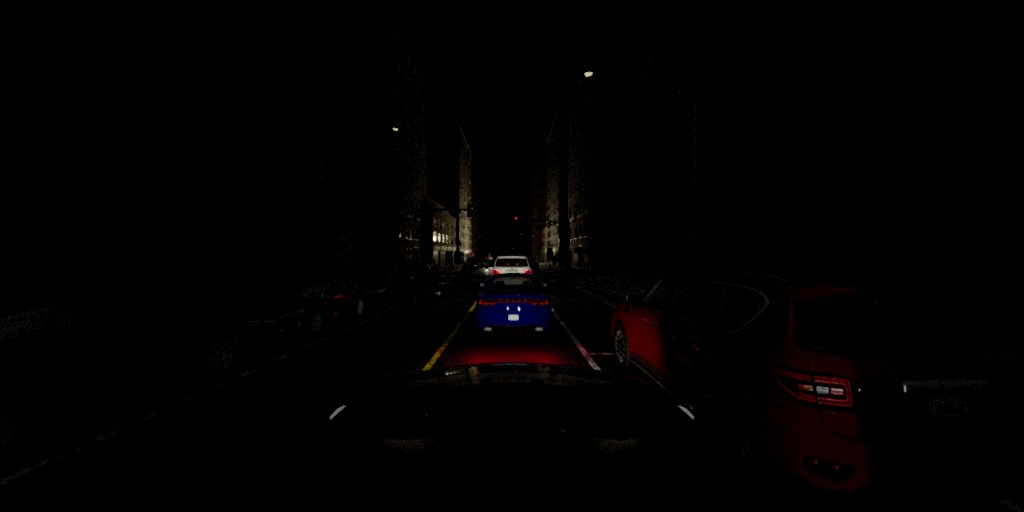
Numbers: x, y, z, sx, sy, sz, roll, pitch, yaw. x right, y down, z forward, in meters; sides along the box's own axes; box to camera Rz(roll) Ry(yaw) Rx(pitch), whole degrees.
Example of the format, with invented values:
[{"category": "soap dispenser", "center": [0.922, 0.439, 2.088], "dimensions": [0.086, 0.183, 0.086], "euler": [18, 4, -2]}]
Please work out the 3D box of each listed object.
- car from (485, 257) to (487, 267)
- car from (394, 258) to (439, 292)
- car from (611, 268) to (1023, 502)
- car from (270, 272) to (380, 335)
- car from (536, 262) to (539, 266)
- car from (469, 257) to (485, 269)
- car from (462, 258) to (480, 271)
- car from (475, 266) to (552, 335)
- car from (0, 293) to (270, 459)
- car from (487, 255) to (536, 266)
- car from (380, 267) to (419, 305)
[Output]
[{"category": "car", "center": [-3.149, 1.280, 56.527], "dimensions": [1.812, 1.442, 4.674], "euler": [0, 0, 0]}, {"category": "car", "center": [-5.689, 1.056, 21.439], "dimensions": [2.192, 1.841, 5.009], "euler": [0, 0, 0]}, {"category": "car", "center": [2.855, 1.062, 4.724], "dimensions": [2.192, 1.841, 5.009], "euler": [0, 0, 0]}, {"category": "car", "center": [-5.676, 1.295, 10.274], "dimensions": [2.007, 1.370, 4.403], "euler": [0, 0, 0]}, {"category": "car", "center": [2.804, 1.330, 48.476], "dimensions": [1.802, 1.307, 4.207], "euler": [0, 0, 0]}, {"category": "car", "center": [-5.728, 1.066, 54.004], "dimensions": [2.192, 1.841, 5.009], "euler": [0, 0, 0]}, {"category": "car", "center": [-5.721, 1.329, 48.439], "dimensions": [1.802, 1.307, 4.207], "euler": [0, 0, 0]}, {"category": "car", "center": [0.044, 1.222, 10.498], "dimensions": [1.882, 1.535, 5.008], "euler": [0, 0, 0]}, {"category": "car", "center": [-5.670, 1.293, 4.692], "dimensions": [1.888, 1.381, 4.507], "euler": [0, 0, 0]}, {"category": "car", "center": [-0.016, 0.963, 20.159], "dimensions": [2.150, 2.045, 5.566], "euler": [0, 0, 0]}, {"category": "car", "center": [-5.683, 1.324, 15.857], "dimensions": [1.802, 1.307, 4.207], "euler": [0, 0, 0]}]
